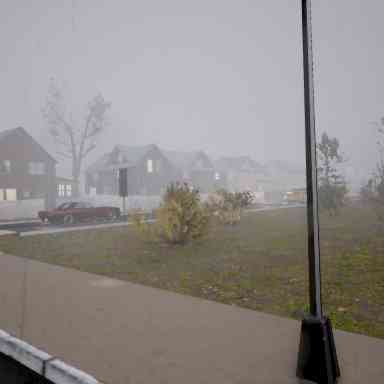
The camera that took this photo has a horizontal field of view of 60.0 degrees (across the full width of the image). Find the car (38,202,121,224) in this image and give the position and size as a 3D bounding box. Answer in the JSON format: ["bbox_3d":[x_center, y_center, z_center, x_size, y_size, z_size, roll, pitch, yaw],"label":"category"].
[{"bbox_3d":[-6.740,1.252,20.469,1.895,1.301,4.718,-2,-1,43],"label":"car"}]

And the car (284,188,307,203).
[{"bbox_3d":[13.949,0.593,42.280,1.882,1.535,5.008,-2,-1,44],"label":"car"}]
